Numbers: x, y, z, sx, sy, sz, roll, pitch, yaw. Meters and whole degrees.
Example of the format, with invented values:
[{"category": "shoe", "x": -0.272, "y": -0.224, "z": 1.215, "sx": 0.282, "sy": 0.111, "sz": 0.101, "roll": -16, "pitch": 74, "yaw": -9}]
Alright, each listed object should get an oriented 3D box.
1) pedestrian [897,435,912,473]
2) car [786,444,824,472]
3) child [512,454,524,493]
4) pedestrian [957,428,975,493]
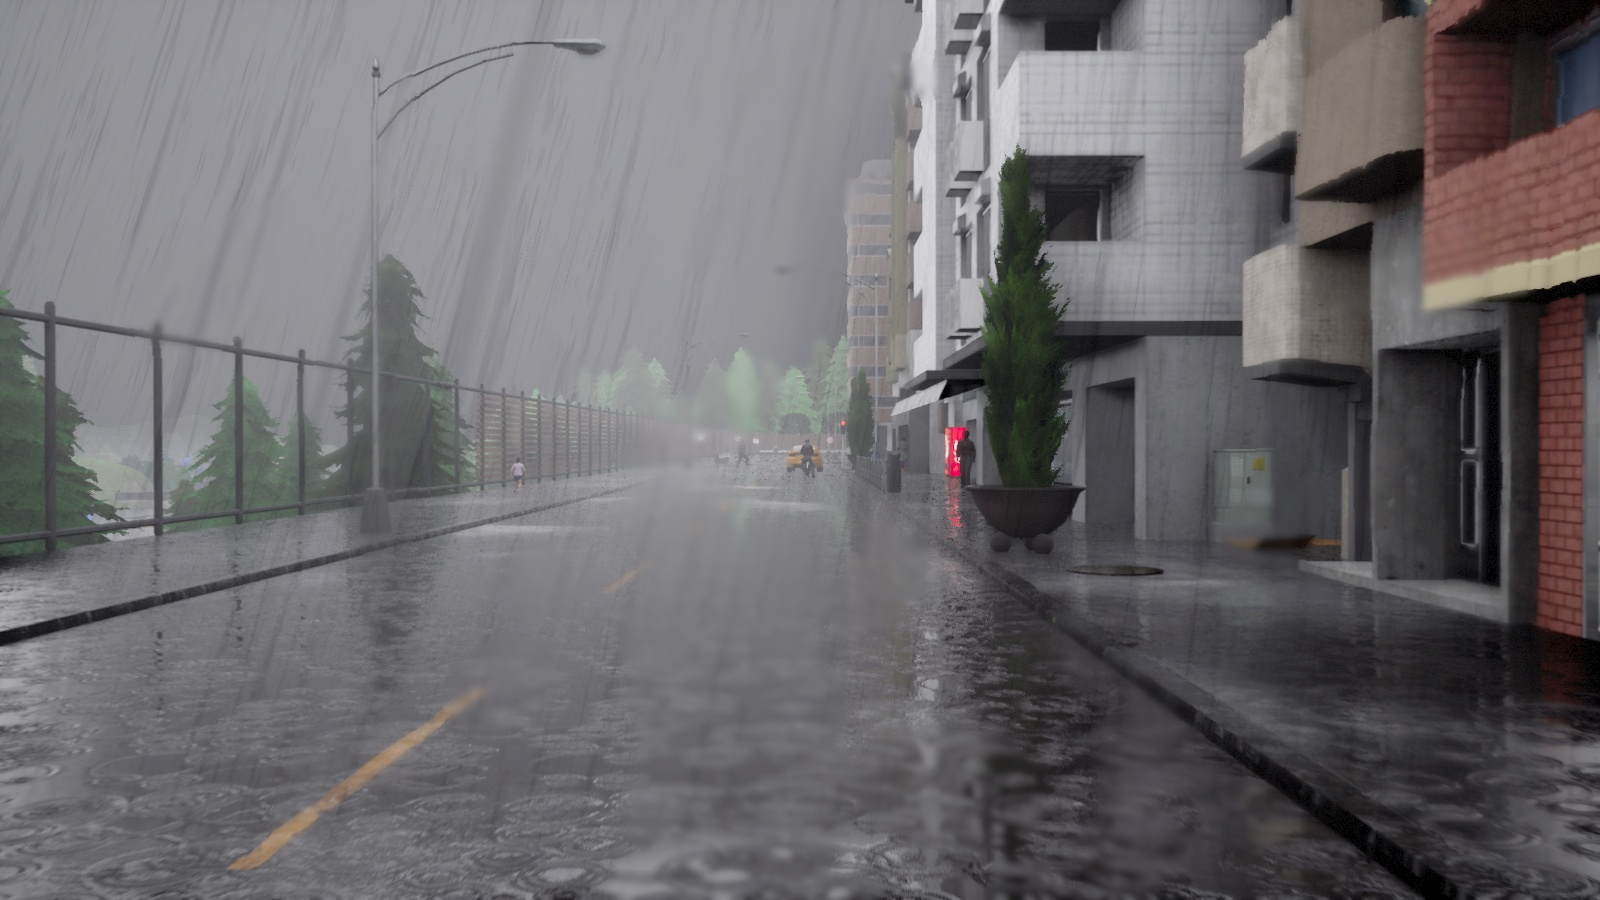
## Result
[{"category": "pedestrian", "x": 5.449, "y": 0.194, "z": 65.448, "sx": 0.659, "sy": 1.952, "sz": 0.873, "roll": 0, "pitch": 0, "yaw": -4}, {"category": "car", "x": 0.306, "y": 0.435, "z": 71.030, "sx": 1.882, "sy": 1.535, "sz": 5.008, "roll": 0, "pitch": 0, "yaw": 3}, {"category": "child", "x": -8.170, "y": 0.682, "z": 36.333, "sx": 0.255, "sy": 1.110, "sz": 0.394, "roll": 0, "pitch": 0, "yaw": 1}, {"category": "pedestrian", "x": 4.917, "y": 0.309, "z": 37.244, "sx": 0.402, "sy": 1.930, "sz": 0.666, "roll": 0, "pitch": 0, "yaw": 20}]
